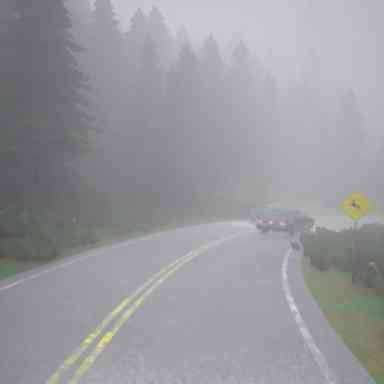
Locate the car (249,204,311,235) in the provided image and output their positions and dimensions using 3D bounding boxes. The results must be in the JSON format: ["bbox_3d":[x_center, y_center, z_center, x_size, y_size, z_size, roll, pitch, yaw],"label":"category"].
[{"bbox_3d":[5.532,1.661,19.280,2.033,1.411,5.357,3,1,35],"label":"car"}]
